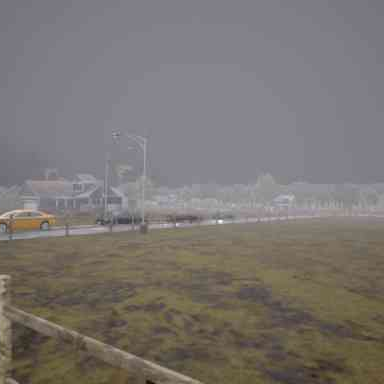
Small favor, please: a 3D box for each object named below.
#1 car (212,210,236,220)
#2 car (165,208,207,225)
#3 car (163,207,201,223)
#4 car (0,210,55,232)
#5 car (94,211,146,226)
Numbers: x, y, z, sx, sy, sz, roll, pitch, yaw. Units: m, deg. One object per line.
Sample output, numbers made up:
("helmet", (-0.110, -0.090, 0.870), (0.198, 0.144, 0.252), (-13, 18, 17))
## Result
("car", (4.646, 3.317, 47.825), (1.994, 1.385, 4.181), (0, -2, 35))
("car", (-0.305, 2.698, 35.783), (1.882, 1.535, 5.008), (0, -2, 35))
("car", (-1.126, 2.688, 39.724), (2.097, 1.767, 4.553), (0, -2, 36))
("car", (-12.345, 2.030, 23.811), (1.882, 1.535, 5.008), (0, -2, 34))
("car", (-6.714, 2.490, 31.846), (2.033, 1.411, 5.357), (0, -2, 35))
